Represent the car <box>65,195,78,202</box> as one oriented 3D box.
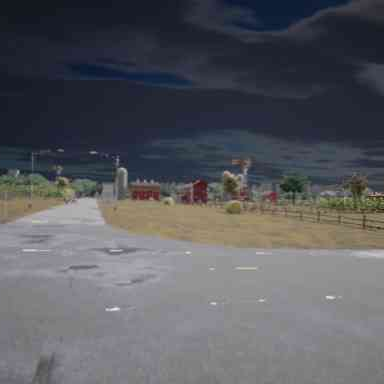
[{"bbox_3d":[-21.773,1.283,60.347,2.097,1.767,4.553,2,-1,-16],"label":"car"}]
